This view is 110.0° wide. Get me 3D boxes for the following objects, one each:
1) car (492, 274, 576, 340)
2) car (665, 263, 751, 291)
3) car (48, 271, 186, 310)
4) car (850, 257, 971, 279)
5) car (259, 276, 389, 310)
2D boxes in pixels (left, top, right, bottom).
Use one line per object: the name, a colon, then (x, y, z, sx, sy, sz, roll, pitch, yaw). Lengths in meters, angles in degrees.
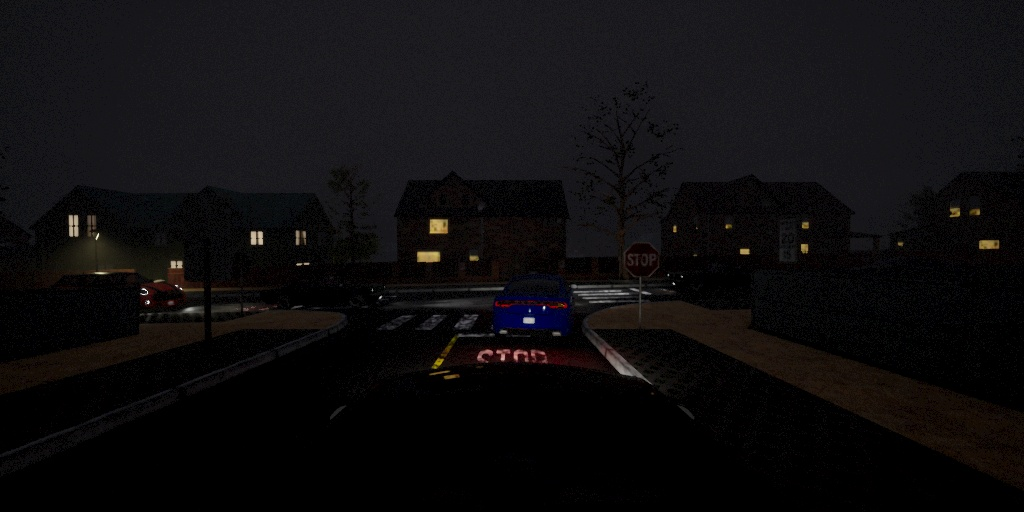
car: (0.782, 1.226, 10.090, 1.882, 1.535, 5.008, 0, 0, 10)
car: (10.402, 1.034, 18.230, 4.718, 1.301, 1.895, -1, 1, -1)
car: (-16.806, 1.471, 15.282, 4.553, 1.767, 2.097, -1, 1, 0)
car: (20.047, 0.753, 18.271, 5.357, 1.411, 2.033, -1, 1, 0)
car: (-7.819, 1.506, 15.294, 4.718, 1.301, 1.895, -1, 1, 0)
